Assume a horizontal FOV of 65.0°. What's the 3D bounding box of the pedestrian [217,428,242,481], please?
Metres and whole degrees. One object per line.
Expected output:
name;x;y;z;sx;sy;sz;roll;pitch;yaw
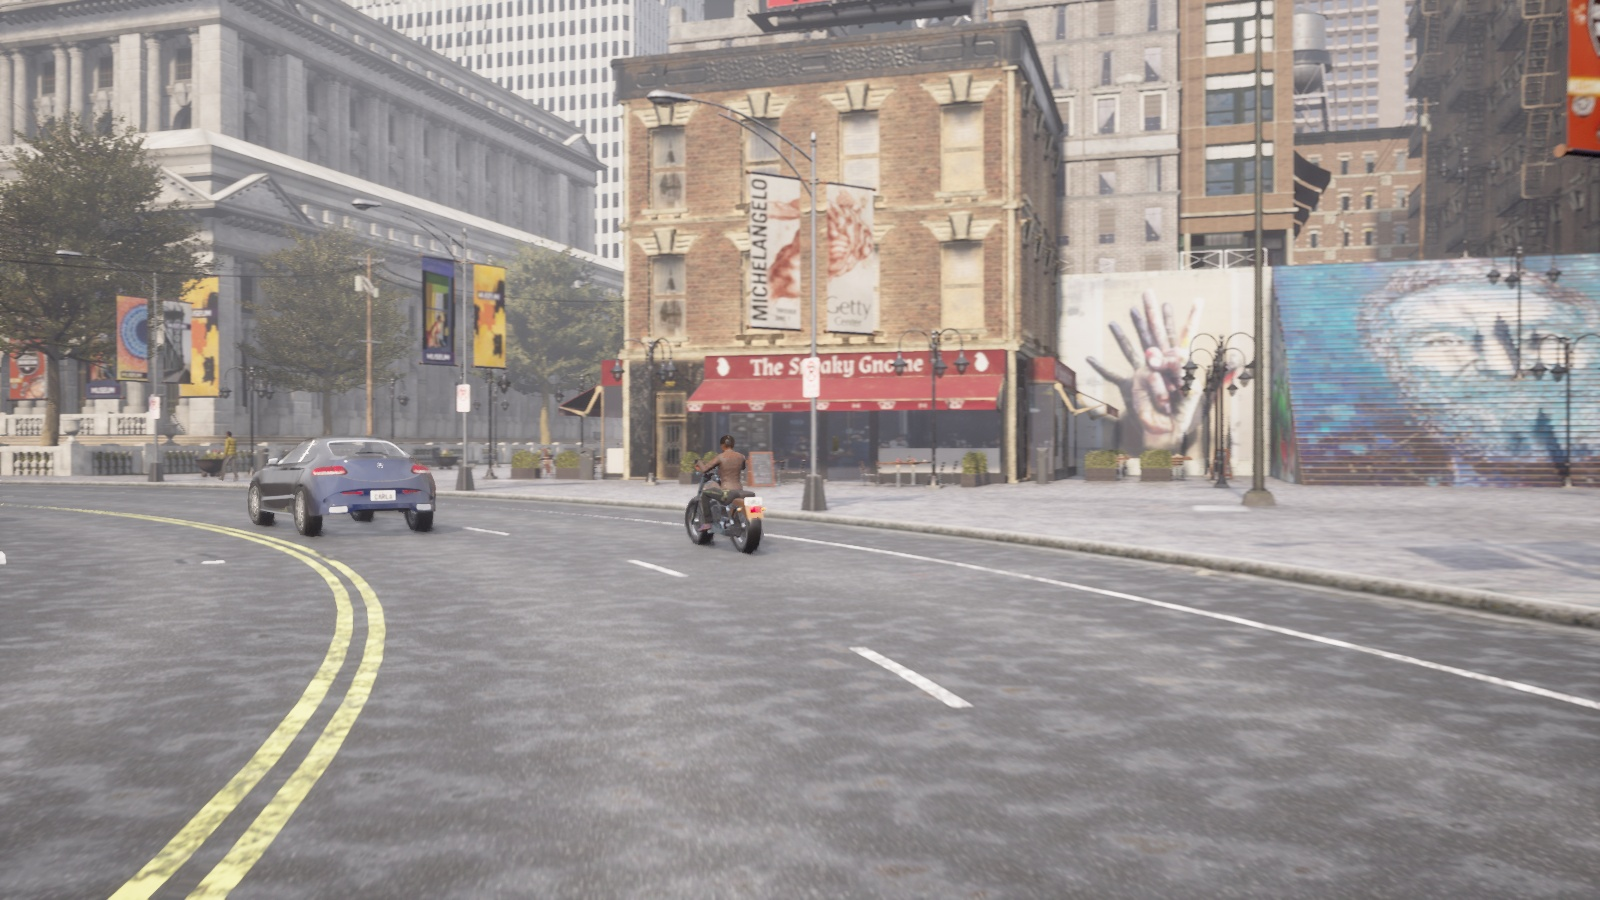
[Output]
pedestrian;-20.148;0.158;44.372;0.709;1.840;0.431;0;0;24

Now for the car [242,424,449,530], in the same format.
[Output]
car;-8.135;0.402;22.166;2.152;1.651;5.027;0;0;-36

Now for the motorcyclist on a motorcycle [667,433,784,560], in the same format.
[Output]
motorcyclist on a motorcycle;-1.089;0.598;17.586;0.766;1.649;2.350;-1;0;-26
